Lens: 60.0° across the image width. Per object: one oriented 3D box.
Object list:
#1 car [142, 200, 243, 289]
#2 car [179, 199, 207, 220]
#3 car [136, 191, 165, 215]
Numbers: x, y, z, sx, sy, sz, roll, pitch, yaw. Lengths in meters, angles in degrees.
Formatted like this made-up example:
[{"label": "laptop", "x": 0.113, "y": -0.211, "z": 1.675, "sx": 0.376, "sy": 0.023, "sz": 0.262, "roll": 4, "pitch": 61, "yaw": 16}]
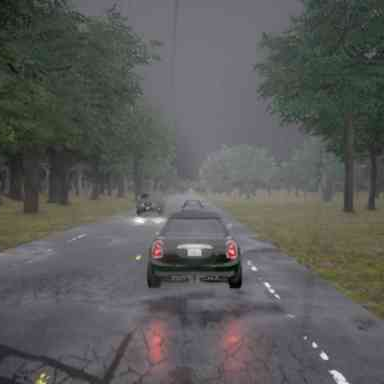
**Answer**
[{"label": "car", "x": 0.089, "y": 1.270, "z": 9.122, "sx": 2.097, "sy": 1.767, "sz": 4.553, "roll": 0, "pitch": 1, "yaw": 1}, {"label": "car", "x": 0.075, "y": 1.331, "z": 26.407, "sx": 1.994, "sy": 1.385, "sz": 4.181, "roll": 0, "pitch": 0, "yaw": 0}, {"label": "car", "x": -3.627, "y": 0.960, "z": 30.056, "sx": 2.150, "sy": 2.045, "sz": 5.566, "roll": 0, "pitch": 0, "yaw": 0}]
